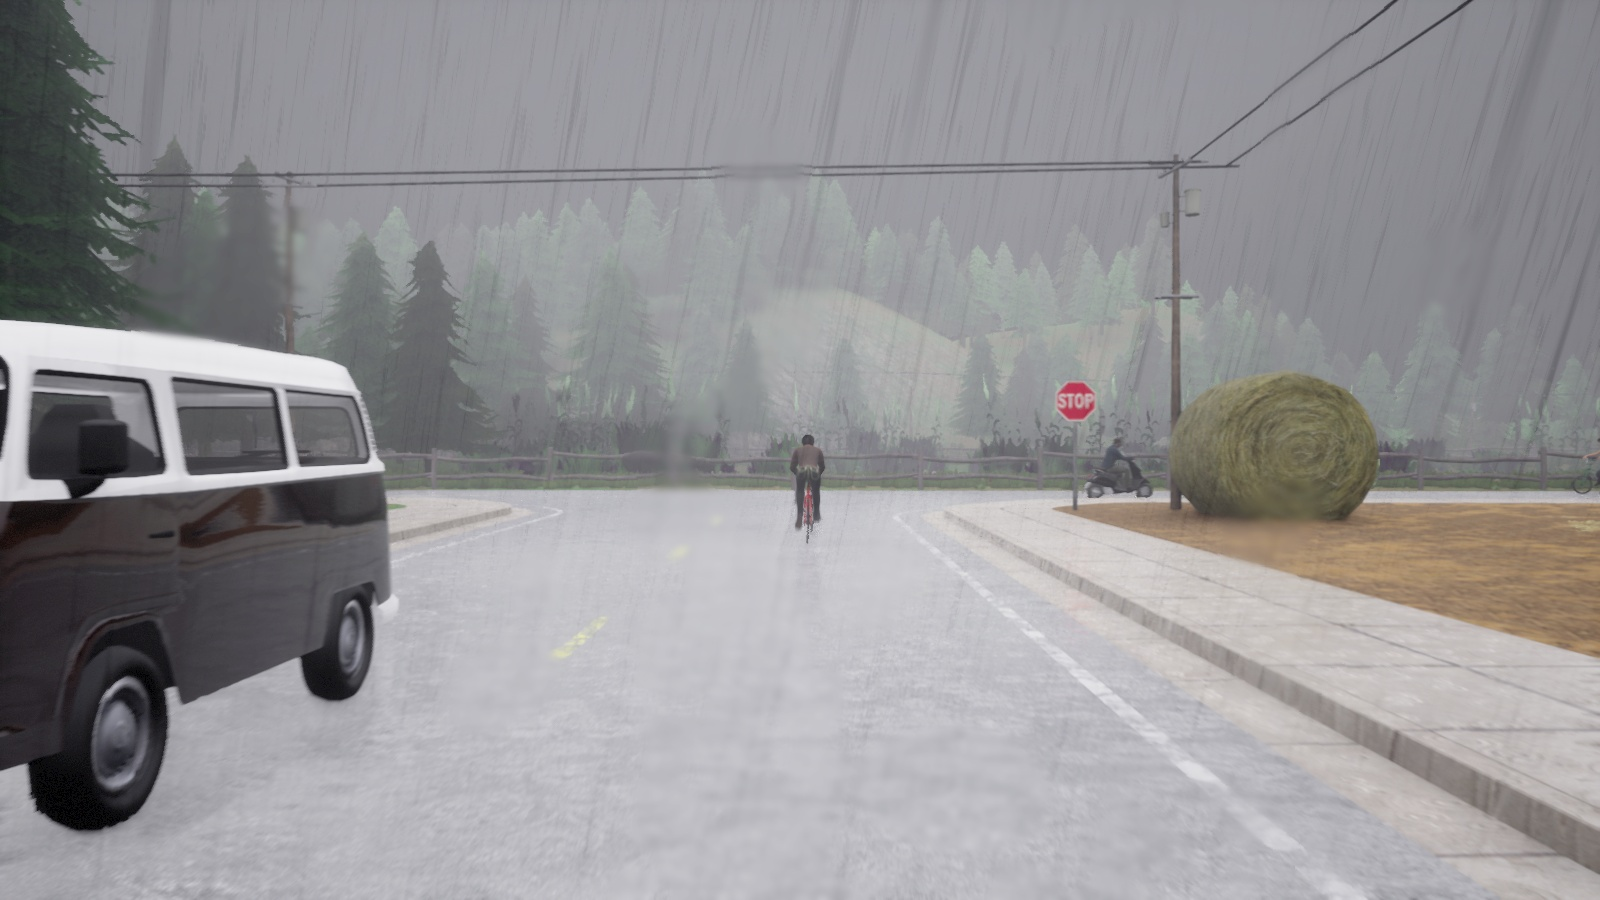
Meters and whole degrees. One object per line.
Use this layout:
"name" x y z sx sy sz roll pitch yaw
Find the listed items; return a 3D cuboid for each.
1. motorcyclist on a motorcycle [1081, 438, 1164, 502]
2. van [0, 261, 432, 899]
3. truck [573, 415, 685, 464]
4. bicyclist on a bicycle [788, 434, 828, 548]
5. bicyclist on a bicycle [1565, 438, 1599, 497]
"motorcyclist on a motorcycle" 8.102 0.493 31.615 1.817 1.590 0.866 0 1 -9
"van" -3.451 0.433 5.968 2.069 2.038 4.480 0 0 0
"truck" -12.443 -0.762 91.671 7.936 3.462 2.891 0 0 -7
"bicyclist on a bicycle" 0.124 0.590 19.057 0.582 1.620 1.656 0 2 0
"bicyclist on a bicycle" 22.265 0.470 34.868 1.509 1.612 0.866 0 0 3
